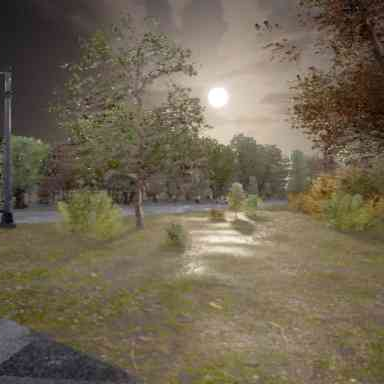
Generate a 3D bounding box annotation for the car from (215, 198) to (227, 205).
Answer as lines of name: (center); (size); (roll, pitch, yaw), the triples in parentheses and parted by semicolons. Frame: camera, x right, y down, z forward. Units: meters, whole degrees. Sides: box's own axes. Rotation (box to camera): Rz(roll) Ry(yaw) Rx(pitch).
car: (6.339, 1.842, 67.829); (1.994, 1.385, 4.181); (0, 0, 36)
